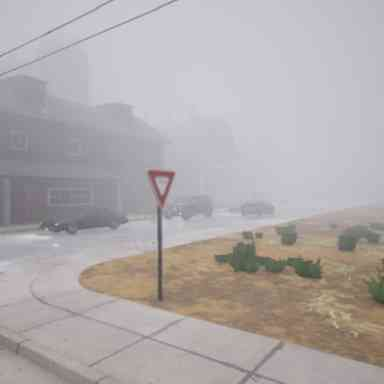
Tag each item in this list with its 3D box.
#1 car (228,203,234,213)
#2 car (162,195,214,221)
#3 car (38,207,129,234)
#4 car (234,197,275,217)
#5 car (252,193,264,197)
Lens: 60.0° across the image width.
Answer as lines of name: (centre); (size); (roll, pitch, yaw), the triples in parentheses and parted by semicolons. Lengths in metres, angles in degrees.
car: (5.716, 1.589, 37.145); (1.812, 1.442, 4.674); (0, 0, 35)
car: (-0.237, 1.285, 28.569); (2.150, 2.045, 5.566); (0, 0, 35)
car: (-6.234, 1.609, 19.899); (2.033, 1.411, 5.357); (0, 0, 35)
car: (6.292, 1.535, 31.509); (2.128, 1.511, 4.902); (0, 0, 35)
car: (10.234, 1.231, 50.884); (1.905, 1.878, 3.866); (6, 1, -8)
